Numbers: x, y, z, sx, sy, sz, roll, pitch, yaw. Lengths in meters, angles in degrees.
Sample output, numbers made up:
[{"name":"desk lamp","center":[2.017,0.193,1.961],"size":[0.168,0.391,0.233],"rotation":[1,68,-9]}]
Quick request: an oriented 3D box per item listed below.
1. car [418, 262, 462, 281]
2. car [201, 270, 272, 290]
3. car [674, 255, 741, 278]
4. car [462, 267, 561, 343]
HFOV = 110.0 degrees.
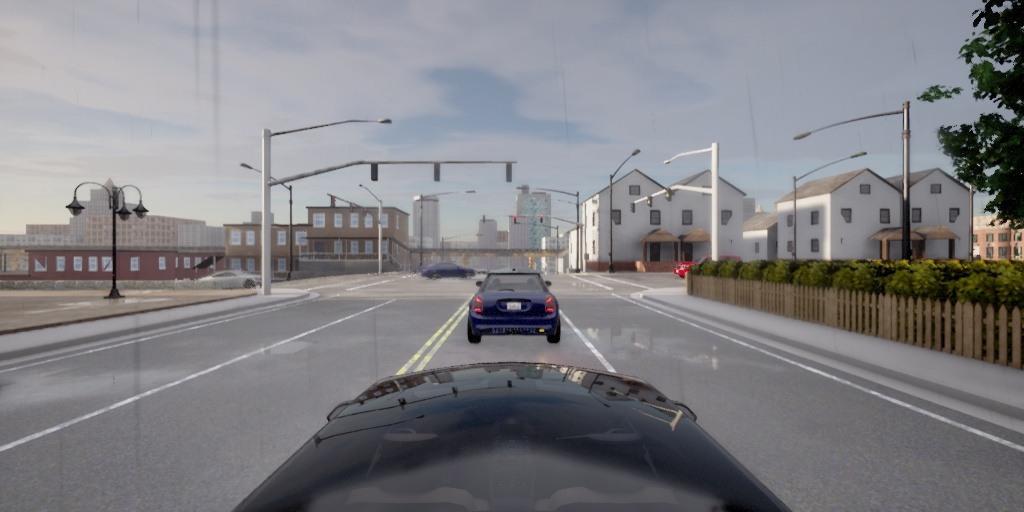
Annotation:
[{"name":"car","center":[-5.271,1.202,29.260],"size":[4.674,1.442,1.812],"rotation":[0,1,-30]},{"name":"car","center":[-20.518,1.796,26.661],"size":[4.674,1.442,1.812],"rotation":[-5,0,-1]},{"name":"car","center":[17.030,0.959,30.987],"size":[5.566,2.045,2.150],"rotation":[0,0,-1]},{"name":"car","center":[0.052,1.099,9.862],"size":[2.097,1.767,4.553],"rotation":[0,0,0]}]
